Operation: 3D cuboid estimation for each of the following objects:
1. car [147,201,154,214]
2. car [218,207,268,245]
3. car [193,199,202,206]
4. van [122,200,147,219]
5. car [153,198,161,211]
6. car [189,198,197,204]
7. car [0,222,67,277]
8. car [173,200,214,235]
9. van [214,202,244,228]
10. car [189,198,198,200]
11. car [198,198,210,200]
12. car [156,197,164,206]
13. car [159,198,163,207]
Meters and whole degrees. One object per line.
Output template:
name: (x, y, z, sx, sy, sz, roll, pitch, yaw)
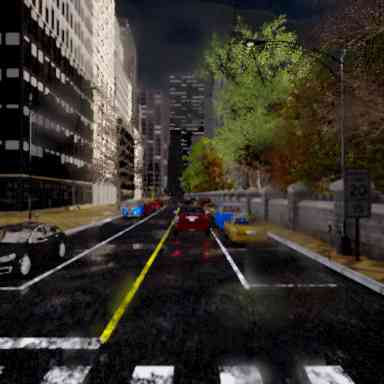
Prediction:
car: (-5.863, 1.926, 38.143, 1.887, 1.381, 4.507, 0, -1, -1)
car: (2.485, 1.689, 16.373, 1.752, 1.417, 4.829, 0, -1, -1)
car: (1.182, 2.218, 71.819, 1.752, 1.417, 4.829, 0, -1, -2)
van: (-5.758, 1.669, 32.600, 1.690, 1.788, 3.998, 0, -1, -1)
car: (-6.121, 2.032, 49.236, 1.887, 1.381, 4.507, 0, -1, -1)
car: (0.254, 2.300, 86.183, 1.882, 1.535, 5.008, 0, -1, -3)
car: (-5.351, 1.660, 10.417, 2.008, 1.369, 4.403, 0, -1, 0)
car: (-0.027, 1.556, 20.266, 2.097, 1.767, 4.553, 0, -1, -1)
van: (2.428, 1.558, 21.748, 1.690, 1.788, 3.998, 0, -1, -1)
car: (-0.510, 1.945, 44.533, 1.837, 1.490, 4.892, 0, 0, -1)
car: (1.900, 1.800, 49.473, 2.192, 1.841, 5.009, 0, -1, -2)
car: (-6.631, 1.958, 65.874, 2.192, 1.841, 5.009, 0, -1, -2)
car: (-6.276, 2.122, 54.783, 1.802, 1.307, 4.206, 0, -1, -2)
